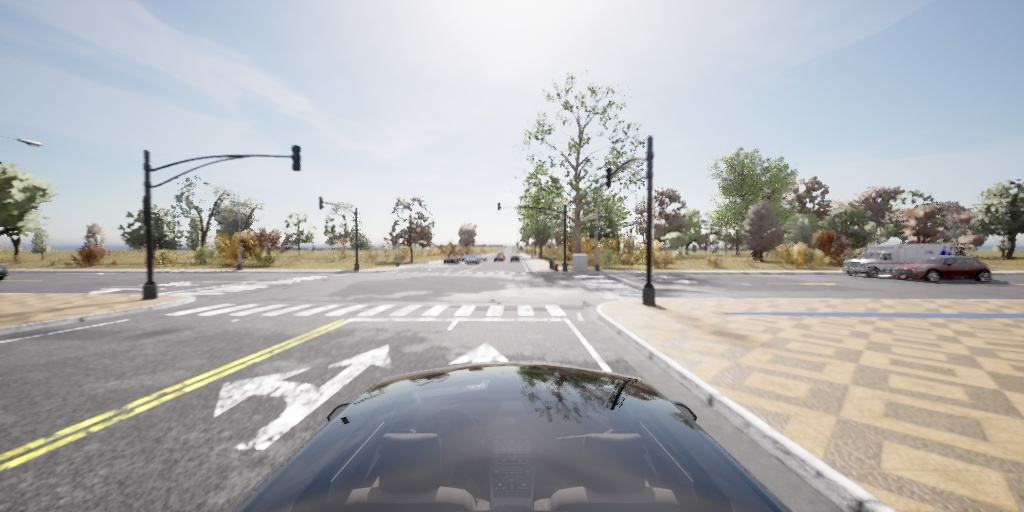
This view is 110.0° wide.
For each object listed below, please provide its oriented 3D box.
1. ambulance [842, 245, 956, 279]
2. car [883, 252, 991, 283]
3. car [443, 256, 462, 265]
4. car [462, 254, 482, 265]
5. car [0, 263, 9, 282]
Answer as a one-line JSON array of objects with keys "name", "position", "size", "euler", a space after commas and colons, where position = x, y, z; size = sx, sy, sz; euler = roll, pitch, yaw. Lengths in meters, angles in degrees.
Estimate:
[{"name": "ambulance", "position": [28.410, 0.379, 26.510], "size": [6.366, 2.431, 2.351], "euler": [0, 2, 3]}, {"name": "car", "position": [27.844, 0.785, 23.384], "size": [4.553, 1.767, 2.097], "euler": [0, 2, 3]}, {"name": "car", "position": [-9.450, 0.681, 56.016], "size": [1.895, 1.301, 4.718], "euler": [0, 1, 2]}, {"name": "car", "position": [-6.204, 0.606, 56.057], "size": [1.812, 1.442, 4.674], "euler": [0, 1, 2]}, {"name": "car", "position": [-36.659, 0.771, 23.436], "size": [5.566, 2.045, 2.150], "euler": [0, 2, 3]}]
